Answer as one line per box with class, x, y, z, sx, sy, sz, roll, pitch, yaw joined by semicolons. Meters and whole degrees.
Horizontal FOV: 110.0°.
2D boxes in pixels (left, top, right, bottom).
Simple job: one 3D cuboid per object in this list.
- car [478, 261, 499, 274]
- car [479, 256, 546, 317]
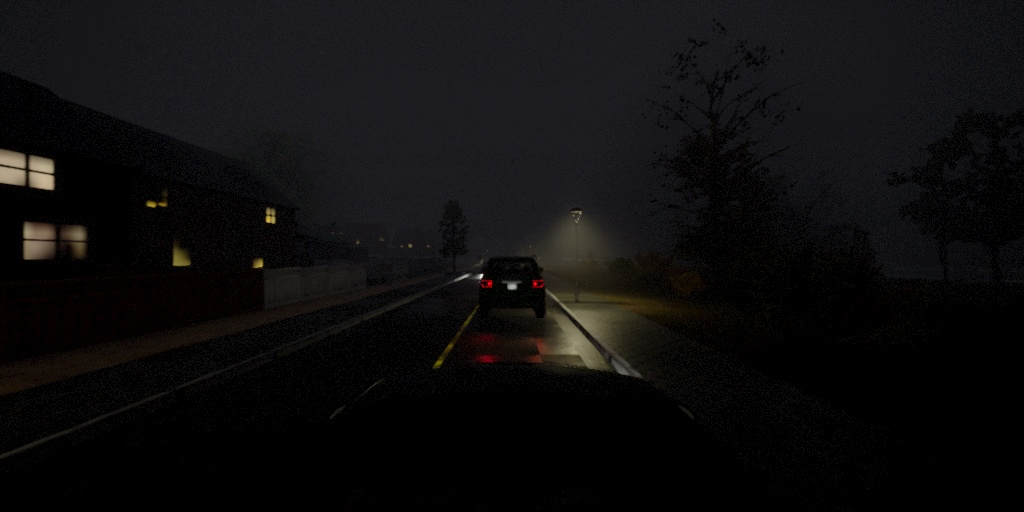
car;-2.790;1.361;43.373;2.128;1.511;4.902;0;0;1
car;0.031;1.007;13.440;2.150;2.045;5.566;0;0;0
